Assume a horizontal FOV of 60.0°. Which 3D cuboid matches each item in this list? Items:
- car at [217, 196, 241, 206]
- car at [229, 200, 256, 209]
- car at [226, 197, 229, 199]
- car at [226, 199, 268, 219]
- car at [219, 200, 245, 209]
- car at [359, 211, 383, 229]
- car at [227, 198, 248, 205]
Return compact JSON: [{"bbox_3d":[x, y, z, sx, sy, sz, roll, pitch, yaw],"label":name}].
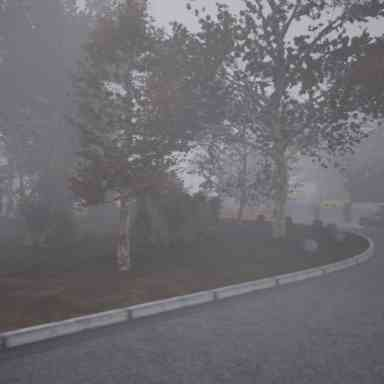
[{"bbox_3d":[8.464,2.036,76.714,2.435,2.045,5.566,0,0,-35],"label":"car"},{"bbox_3d":[9.290,2.256,61.315,2.097,1.535,5.008,0,0,-35],"label":"car"},{"bbox_3d":[4.731,1.989,58.118,2.435,2.045,5.566,0,0,-35],"label":"car"},{"bbox_3d":[5.775,1.913,34.958,2.097,1.767,4.553,4,-3,-33],"label":"car"},{"bbox_3d":[7.119,2.287,59.776,2.002,1.452,4.674,0,0,-35],"label":"car"},{"bbox_3d":[13.355,1.912,22.278,1.994,1.385,4.181,4,-2,-16],"label":"car"},{"bbox_3d":[10.732,2.301,78.360,2.097,1.535,5.008,0,0,-35],"label":"car"}]
